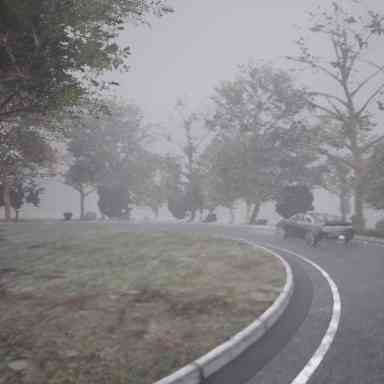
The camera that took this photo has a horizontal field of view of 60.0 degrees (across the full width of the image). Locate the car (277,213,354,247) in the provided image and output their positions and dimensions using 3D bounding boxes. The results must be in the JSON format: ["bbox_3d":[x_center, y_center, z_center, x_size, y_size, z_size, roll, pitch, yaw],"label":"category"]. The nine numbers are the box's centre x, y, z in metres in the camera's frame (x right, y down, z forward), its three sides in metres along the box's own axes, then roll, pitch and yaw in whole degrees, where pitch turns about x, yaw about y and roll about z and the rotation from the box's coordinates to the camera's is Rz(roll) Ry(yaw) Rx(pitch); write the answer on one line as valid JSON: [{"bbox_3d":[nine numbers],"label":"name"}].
[{"bbox_3d":[6.027,1.807,16.867,2.128,1.511,4.902,0,-1,-12],"label":"car"}]
